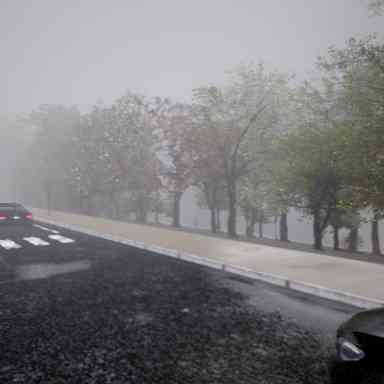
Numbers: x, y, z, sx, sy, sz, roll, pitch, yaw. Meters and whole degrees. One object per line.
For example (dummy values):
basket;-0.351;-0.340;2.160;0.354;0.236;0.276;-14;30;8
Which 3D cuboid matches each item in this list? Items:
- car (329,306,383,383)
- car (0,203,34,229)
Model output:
car;3.262;1.466;2.003;1.812;1.442;4.674;-1;1;-39
car;-10.531;1.343;18.947;2.033;1.411;5.357;-1;1;-39
